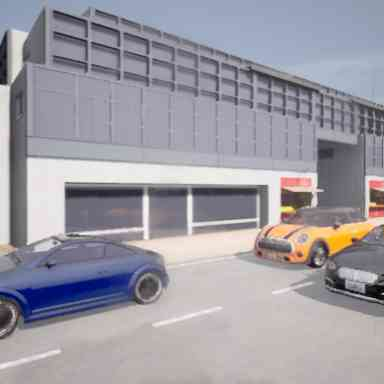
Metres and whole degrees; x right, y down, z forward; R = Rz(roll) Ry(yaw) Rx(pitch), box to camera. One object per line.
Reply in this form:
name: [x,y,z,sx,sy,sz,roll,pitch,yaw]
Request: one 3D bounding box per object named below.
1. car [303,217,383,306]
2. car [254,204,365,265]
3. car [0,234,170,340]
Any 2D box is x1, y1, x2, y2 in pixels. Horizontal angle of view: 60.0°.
car: [4.995,1.458,7.545,4.902,1.511,2.128,0,0,-35]
car: [4.211,1.313,11.180,4.553,1.767,2.097,0,0,-36]
car: [-2.526,1.557,6.499,4.181,1.385,1.994,0,0,-36]
